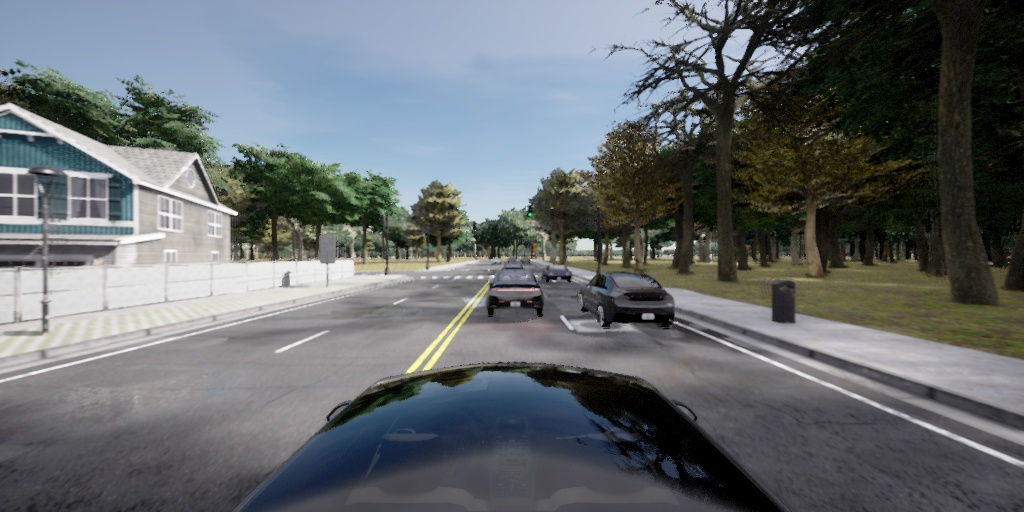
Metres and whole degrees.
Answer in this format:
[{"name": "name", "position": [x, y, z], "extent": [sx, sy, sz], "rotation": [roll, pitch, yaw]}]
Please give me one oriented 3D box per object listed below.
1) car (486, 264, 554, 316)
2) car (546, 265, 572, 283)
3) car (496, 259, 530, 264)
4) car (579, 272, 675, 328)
[{"name": "car", "position": [0.102, 1.223, 13.156], "extent": [2.128, 1.511, 4.902], "rotation": [0, 0, 0]}, {"name": "car", "position": [3.354, 1.307, 27.608], "extent": [1.895, 1.301, 4.718], "rotation": [0, 0, 0]}, {"name": "car", "position": [0.027, 1.199, 27.132], "extent": [2.128, 1.511, 4.902], "rotation": [0, 0, -2]}, {"name": "car", "position": [3.353, 1.239, 11.265], "extent": [1.837, 1.490, 4.892], "rotation": [0, 0, 0]}]
